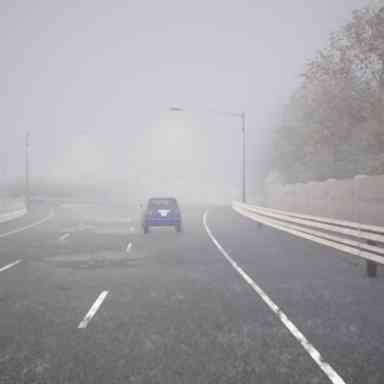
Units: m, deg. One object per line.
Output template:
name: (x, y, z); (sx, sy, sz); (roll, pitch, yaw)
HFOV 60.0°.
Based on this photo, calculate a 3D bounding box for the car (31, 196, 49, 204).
car: (-35.332, 1.839, 77.295); (4.553, 1.767, 2.097); (-1, 0, 43)

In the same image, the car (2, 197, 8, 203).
car: (-44.977, 1.969, 81.479); (4.181, 1.385, 1.994); (-1, 0, 38)

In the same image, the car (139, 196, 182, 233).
car: (-1.991, 1.284, 20.489); (2.150, 2.045, 5.566); (0, 0, -11)

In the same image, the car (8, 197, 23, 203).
car: (-40.030, 2.008, 77.025); (5.008, 1.535, 1.882); (-1, 0, 43)

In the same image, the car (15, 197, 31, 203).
car: (-42.699, 1.925, 84.136); (4.674, 1.442, 1.812); (-1, 0, 38)

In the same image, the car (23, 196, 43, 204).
car: (-33.508, 1.771, 70.228); (1.837, 1.490, 4.892); (0, 0, -41)

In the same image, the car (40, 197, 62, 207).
car: (-25.226, 1.958, 59.325); (1.895, 1.301, 4.718); (0, 0, -34)
